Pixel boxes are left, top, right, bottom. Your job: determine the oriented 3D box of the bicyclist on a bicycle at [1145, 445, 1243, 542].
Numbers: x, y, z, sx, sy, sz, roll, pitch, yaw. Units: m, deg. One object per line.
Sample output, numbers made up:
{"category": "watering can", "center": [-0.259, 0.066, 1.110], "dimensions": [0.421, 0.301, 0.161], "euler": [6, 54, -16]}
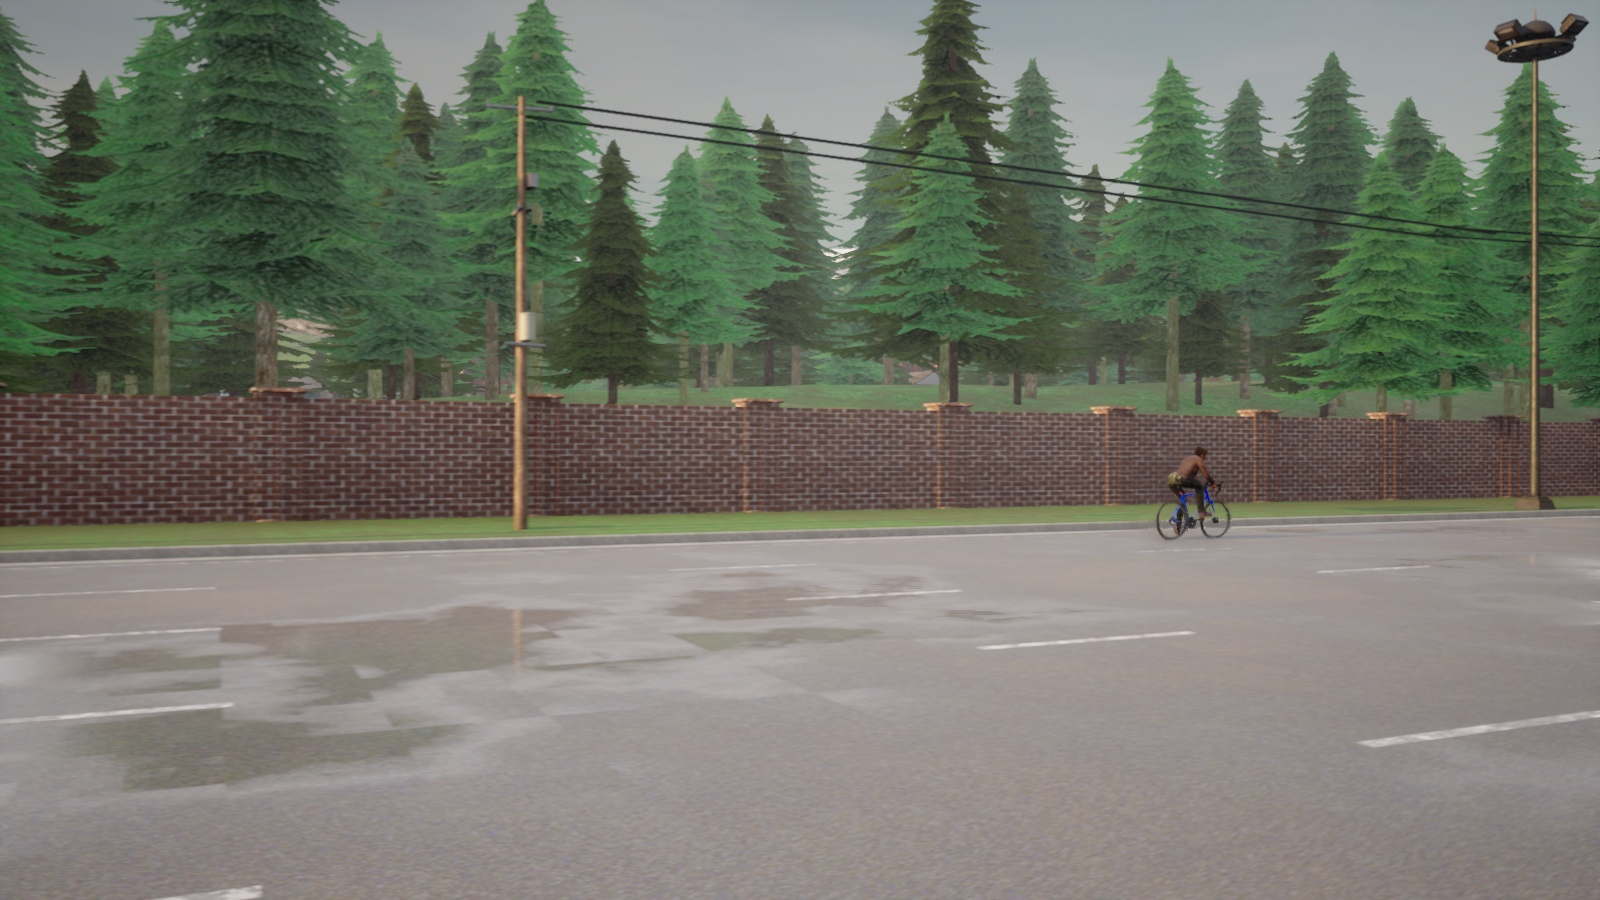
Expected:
{"category": "bicyclist on a bicycle", "center": [6.822, 0.736, 21.743], "dimensions": [1.656, 1.620, 0.582], "euler": [0, 0, -25]}
